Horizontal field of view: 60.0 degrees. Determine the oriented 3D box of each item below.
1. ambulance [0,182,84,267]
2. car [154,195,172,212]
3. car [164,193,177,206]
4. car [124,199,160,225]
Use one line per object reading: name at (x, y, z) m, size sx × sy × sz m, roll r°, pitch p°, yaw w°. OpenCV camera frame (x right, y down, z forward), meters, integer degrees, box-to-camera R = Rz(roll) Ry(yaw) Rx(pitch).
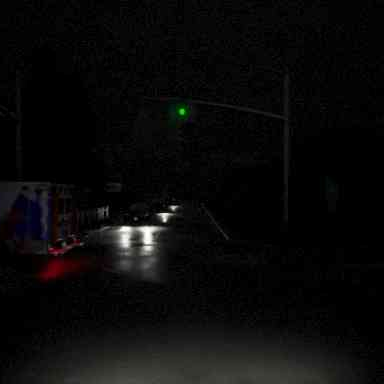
ambulance at (-6.858, 0.900, 10.358) m, size 6.366 × 2.431 × 2.351 m, roll 1°, pitch 0°, yaw -1°
car at (-3.703, 1.428, 37.541) m, size 1.882 × 1.535 × 5.008 m, roll 0°, pitch 0°, yaw 0°
car at (-3.698, 1.150, 54.187) m, size 2.150 × 2.045 × 5.566 m, roll 0°, pitch 0°, yaw 0°
car at (-3.670, 1.493, 24.195) m, size 1.812 × 1.442 × 4.674 m, roll 0°, pitch 0°, yaw 0°
